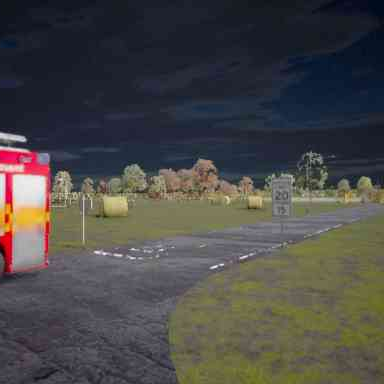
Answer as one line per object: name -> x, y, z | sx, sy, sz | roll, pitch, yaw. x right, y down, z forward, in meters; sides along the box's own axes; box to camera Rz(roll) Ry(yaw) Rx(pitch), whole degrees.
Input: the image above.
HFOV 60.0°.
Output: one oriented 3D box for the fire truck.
fire truck -> -7.243, 0.365, 6.228 | 2.891, 3.827, 8.468 | 0, -1, 35
